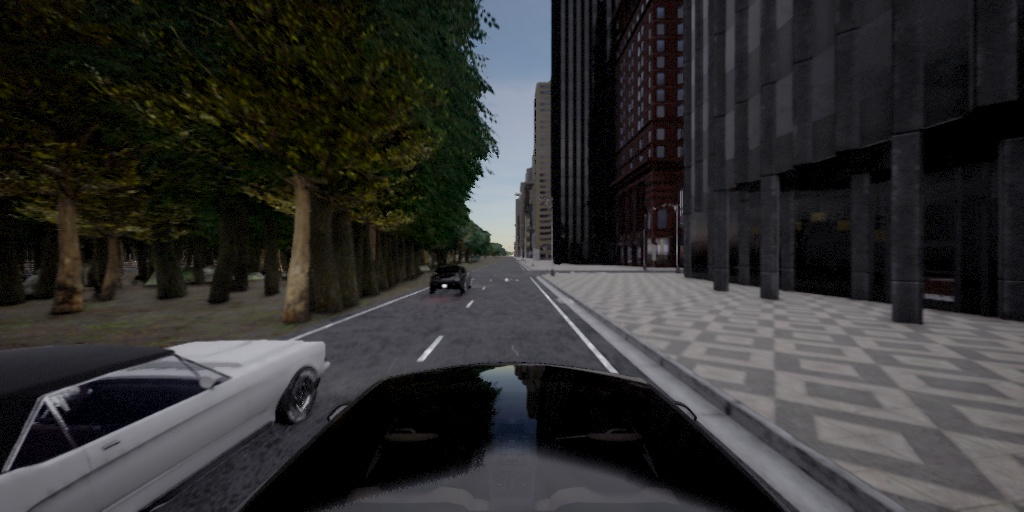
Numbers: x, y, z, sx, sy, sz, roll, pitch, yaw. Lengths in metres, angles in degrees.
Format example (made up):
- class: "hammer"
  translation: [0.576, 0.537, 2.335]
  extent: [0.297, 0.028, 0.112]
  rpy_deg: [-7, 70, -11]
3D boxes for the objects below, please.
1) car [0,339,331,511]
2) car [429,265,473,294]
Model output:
- class: "car"
  translation: [-3.401, 1.351, 2.760]
  extent: [1.895, 1.301, 4.718]
  rpy_deg: [0, 0, 0]
- class: "car"
  translation: [-3.407, 1.266, 20.501]
  extent: [1.837, 1.490, 4.892]
  rpy_deg: [0, 0, 0]
